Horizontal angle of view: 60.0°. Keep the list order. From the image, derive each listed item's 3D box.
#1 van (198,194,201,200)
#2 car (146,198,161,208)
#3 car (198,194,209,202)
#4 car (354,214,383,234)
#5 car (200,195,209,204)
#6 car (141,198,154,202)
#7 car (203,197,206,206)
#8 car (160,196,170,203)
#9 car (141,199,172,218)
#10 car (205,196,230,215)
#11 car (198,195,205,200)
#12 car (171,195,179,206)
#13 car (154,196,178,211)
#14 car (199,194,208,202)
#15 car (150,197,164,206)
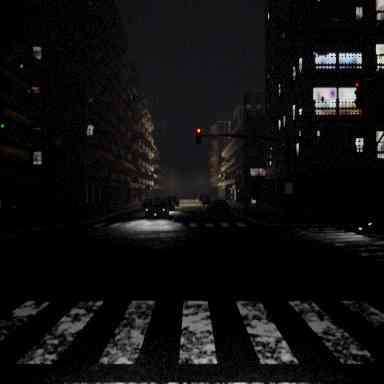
[{"bbox_3d":[2.650,1.340,66.258,1.690,1.788,3.998,0,0,0],"label":"van"},{"bbox_3d":[-5.720,1.578,49.651,1.802,1.307,4.206,0,0,0],"label":"car"},{"bbox_3d":[2.643,1.319,77.326,2.192,1.841,5.009,0,0,0],"label":"car"},{"bbox_3d":[10.853,1.349,16.037,5.357,1.411,2.033,-1,0,3],"label":"car"},{"bbox_3d":[2.657,1.578,55.190,1.802,1.307,4.206,0,0,0],"label":"car"},{"bbox_3d":[-5.717,1.546,44.116,2.008,1.369,4.403,0,0,0],"label":"car"},{"bbox_3d":[2.667,1.546,38.586,2.008,1.369,4.403,0,0,0],"label":"car"},{"bbox_3d":[-5.735,1.546,71.787,1.887,1.381,4.507,0,0,0],"label":"car"},{"bbox_3d":[-3.118,1.597,30.419,1.895,1.301,4.718,0,0,0],"label":"car"},{"bbox_3d":[2.671,1.436,33.052,1.967,1.590,4.097,0,0,0],"label":"car"},{"bbox_3d":[2.631,1.556,93.929,1.887,1.381,4.507,0,0,0],"label":"car"},{"bbox_3d":[-3.114,1.348,52.652,2.097,1.767,4.553,0,0,1],"label":"car"},{"bbox_3d":[-3.115,1.560,40.352,1.994,1.385,4.181,0,0,1],"label":"car"},{"bbox_3d":[2.653,1.580,60.724,1.802,1.307,4.206,0,0,0],"label":"car"},{"bbox_3d":[-5.724,1.562,55.186,1.947,1.339,4.313,0,0,0],"label":"car"}]
